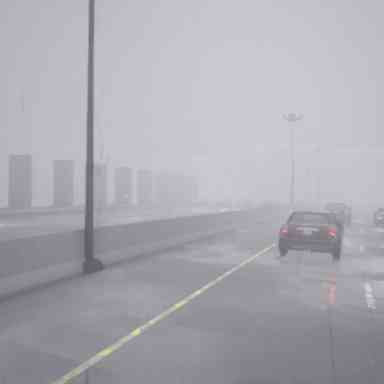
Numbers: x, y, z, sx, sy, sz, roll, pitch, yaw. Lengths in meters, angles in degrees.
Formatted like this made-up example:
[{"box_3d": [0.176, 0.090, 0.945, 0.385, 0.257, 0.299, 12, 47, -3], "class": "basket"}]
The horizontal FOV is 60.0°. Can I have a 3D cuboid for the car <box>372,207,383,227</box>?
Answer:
[{"box_3d": [14.377, 1.801, 24.333, 2.033, 1.411, 5.357, 0, 0, 27], "class": "car"}]

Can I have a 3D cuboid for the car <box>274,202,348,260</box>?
[{"box_3d": [4.968, 1.462, 13.430, 2.097, 1.767, 4.553, 0, 0, 27], "class": "car"}]

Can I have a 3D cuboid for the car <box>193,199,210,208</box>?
[{"box_3d": [1.898, 1.881, 54.142, 1.895, 1.301, 4.718, 0, 0, 26], "class": "car"}]

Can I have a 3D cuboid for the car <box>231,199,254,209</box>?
[{"box_3d": [8.174, 1.817, 51.116, 2.128, 1.511, 4.902, 0, 0, 26], "class": "car"}]

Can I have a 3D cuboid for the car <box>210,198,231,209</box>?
[{"box_3d": [5.020, 1.807, 52.629, 1.837, 1.490, 4.892, 1, 0, 26], "class": "car"}]

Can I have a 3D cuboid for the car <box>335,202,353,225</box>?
[{"box_3d": [11.688, 1.590, 26.734, 2.097, 1.767, 4.553, 0, 0, 27], "class": "car"}]

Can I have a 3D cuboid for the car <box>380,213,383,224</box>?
[{"box_3d": [7.701, 1.673, 11.096, 2.033, 1.411, 5.357, 0, 0, 26], "class": "car"}]

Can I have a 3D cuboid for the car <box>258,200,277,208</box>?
[{"box_3d": [11.418, 1.896, 49.696, 2.033, 1.411, 5.357, 0, 0, 26], "class": "car"}]
